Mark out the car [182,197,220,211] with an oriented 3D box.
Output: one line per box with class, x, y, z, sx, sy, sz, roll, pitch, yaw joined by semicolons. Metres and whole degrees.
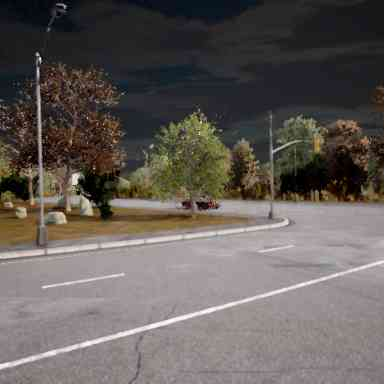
car;0.973;1.234;35.770;1.895;1.301;4.718;-2;1;-38
